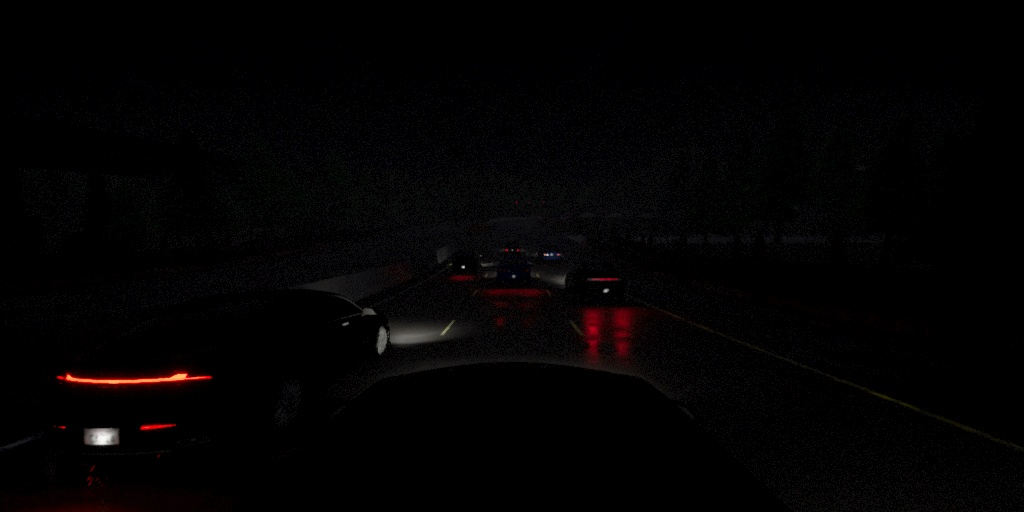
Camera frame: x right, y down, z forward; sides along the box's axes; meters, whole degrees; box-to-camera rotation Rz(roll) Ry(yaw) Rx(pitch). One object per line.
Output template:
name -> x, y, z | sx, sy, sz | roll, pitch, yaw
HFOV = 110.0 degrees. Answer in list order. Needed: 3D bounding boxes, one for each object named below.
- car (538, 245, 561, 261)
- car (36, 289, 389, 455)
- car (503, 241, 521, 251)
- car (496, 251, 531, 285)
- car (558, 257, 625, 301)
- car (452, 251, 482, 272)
car -> 3.545, -0.370, 34.563 | 2.033, 1.411, 5.357 | 0, 7, 0
car -> -3.402, 1.245, 5.396 | 1.837, 1.490, 4.892 | 0, 0, 0
car -> 0.024, -0.844, 38.328 | 2.033, 1.411, 5.357 | 0, 7, 0
car -> 0.094, 0.763, 21.179 | 1.882, 1.535, 5.008 | 0, 3, 0
car -> 3.596, 1.030, 16.149 | 2.128, 1.511, 4.902 | 0, 2, 0
car -> -3.423, 0.320, 27.504 | 1.837, 1.490, 4.892 | 0, 5, 0
